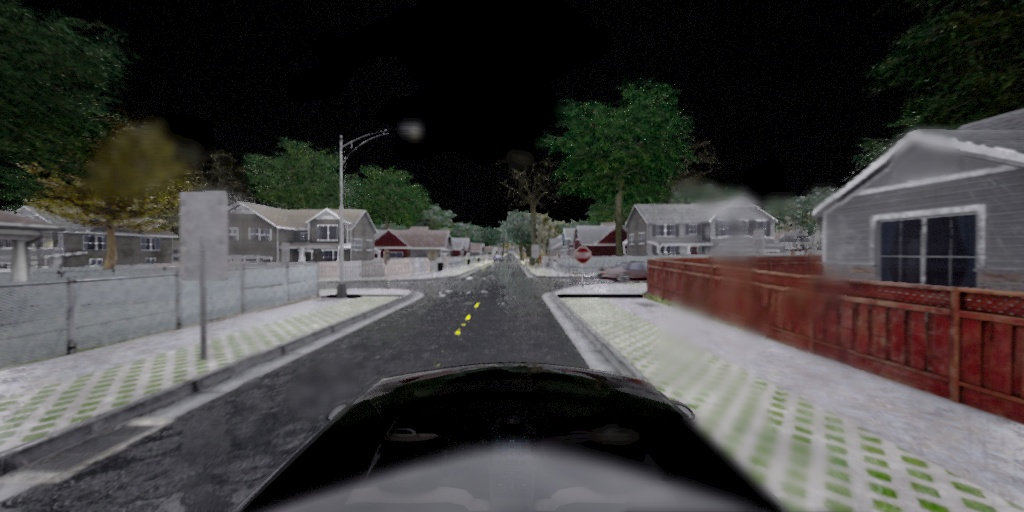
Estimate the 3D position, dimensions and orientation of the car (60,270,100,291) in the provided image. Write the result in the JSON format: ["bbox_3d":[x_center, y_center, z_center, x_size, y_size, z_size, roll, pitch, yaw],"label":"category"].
[{"bbox_3d":[-26.650,1.622,22.562,4.892,1.490,1.837,1,0,-1],"label":"car"}]

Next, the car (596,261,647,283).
[{"bbox_3d":[8.161,1.023,22.881,5.357,1.411,2.033,-1,0,-1],"label":"car"}]
